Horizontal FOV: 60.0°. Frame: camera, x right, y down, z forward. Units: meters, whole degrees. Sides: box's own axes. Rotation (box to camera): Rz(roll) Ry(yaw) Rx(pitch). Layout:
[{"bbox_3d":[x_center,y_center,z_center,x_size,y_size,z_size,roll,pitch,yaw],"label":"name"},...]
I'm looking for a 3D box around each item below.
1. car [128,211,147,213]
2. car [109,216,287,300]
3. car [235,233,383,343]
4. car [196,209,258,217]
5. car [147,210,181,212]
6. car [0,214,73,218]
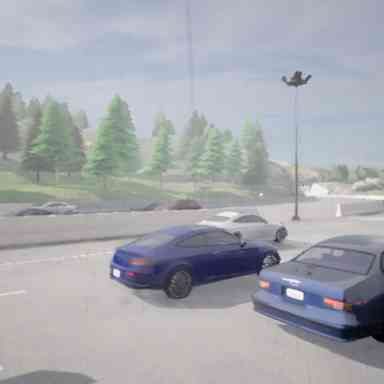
[{"bbox_3d":[-4.018,1.643,32.149,4.181,1.385,1.994,0,0,-41],"label":"car"},{"bbox_3d":[0.249,1.547,8.413,4.674,1.442,1.812,0,0,-37],"label":"car"},{"bbox_3d":[3.514,1.563,6.464,5.357,1.411,2.033,0,0,-38],"label":"car"},{"bbox_3d":[2.138,1.561,14.313,4.674,1.442,1.812,0,0,-38],"label":"car"},{"bbox_3d":[-1.300,1.424,29.879,4.553,1.767,2.097,0,0,-41],"label":"car"},{"bbox_3d":[-9.366,1.611,18.909,4.181,1.385,1.994,0,0,-37],"label":"car"}]
